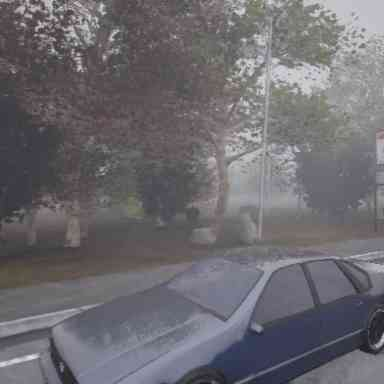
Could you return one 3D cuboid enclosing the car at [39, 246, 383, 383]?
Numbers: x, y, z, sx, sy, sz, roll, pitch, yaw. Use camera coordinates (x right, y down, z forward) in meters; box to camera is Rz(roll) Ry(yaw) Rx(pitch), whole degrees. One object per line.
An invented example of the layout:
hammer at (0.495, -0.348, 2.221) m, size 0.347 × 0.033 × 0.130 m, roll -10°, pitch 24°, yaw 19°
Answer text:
car at (0.938, 1.521, 4.522) m, size 5.357 × 1.411 × 2.033 m, roll -1°, pitch 0°, yaw -34°
